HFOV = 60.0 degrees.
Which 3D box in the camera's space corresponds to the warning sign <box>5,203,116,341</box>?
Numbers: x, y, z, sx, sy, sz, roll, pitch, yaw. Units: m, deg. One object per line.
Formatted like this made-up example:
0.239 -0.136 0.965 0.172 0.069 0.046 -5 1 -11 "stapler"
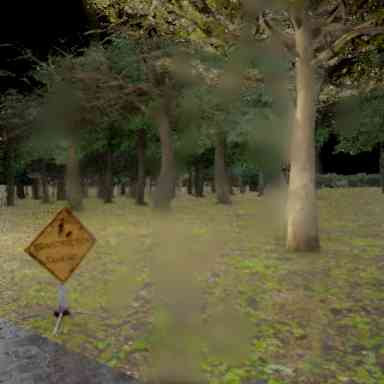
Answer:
-2.119 1.142 5.454 1.060 1.860 1.300 0 0 36 "warning sign"
